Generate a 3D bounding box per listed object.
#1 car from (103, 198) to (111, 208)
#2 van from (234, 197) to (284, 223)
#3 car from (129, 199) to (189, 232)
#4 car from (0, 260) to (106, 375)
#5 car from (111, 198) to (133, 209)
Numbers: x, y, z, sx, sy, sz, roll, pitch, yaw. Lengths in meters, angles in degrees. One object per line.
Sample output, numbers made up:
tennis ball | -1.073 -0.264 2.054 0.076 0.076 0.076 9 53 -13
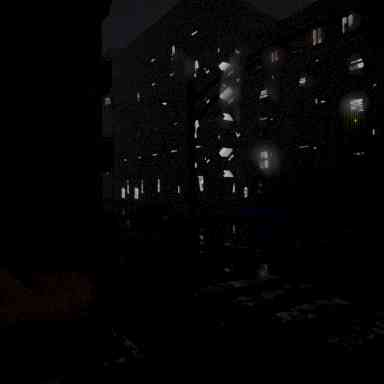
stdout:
car | -11.715 1.463 47.841 1.887 1.381 4.507 -1 0 -36
van | 4.932 1.280 24.945 1.690 1.788 3.998 0 0 -36
car | -1.856 1.441 20.033 1.967 1.590 4.097 0 0 -36
car | -3.551 1.525 4.032 4.829 1.417 1.752 0 0 -36
car | -8.385 1.463 43.262 1.887 1.381 4.507 -1 0 -36
